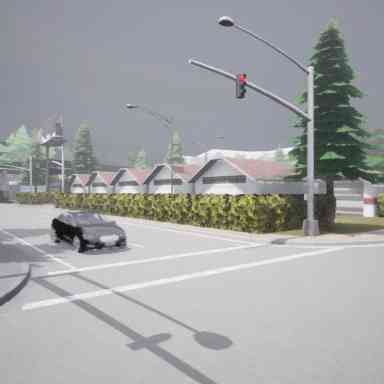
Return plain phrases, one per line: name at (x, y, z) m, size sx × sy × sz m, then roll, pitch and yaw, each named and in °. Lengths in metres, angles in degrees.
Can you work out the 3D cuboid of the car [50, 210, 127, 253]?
car at (-4.436, 1.547, 13.831) m, size 2.128 × 1.511 × 4.902 m, roll 0°, pitch 1°, yaw -38°
